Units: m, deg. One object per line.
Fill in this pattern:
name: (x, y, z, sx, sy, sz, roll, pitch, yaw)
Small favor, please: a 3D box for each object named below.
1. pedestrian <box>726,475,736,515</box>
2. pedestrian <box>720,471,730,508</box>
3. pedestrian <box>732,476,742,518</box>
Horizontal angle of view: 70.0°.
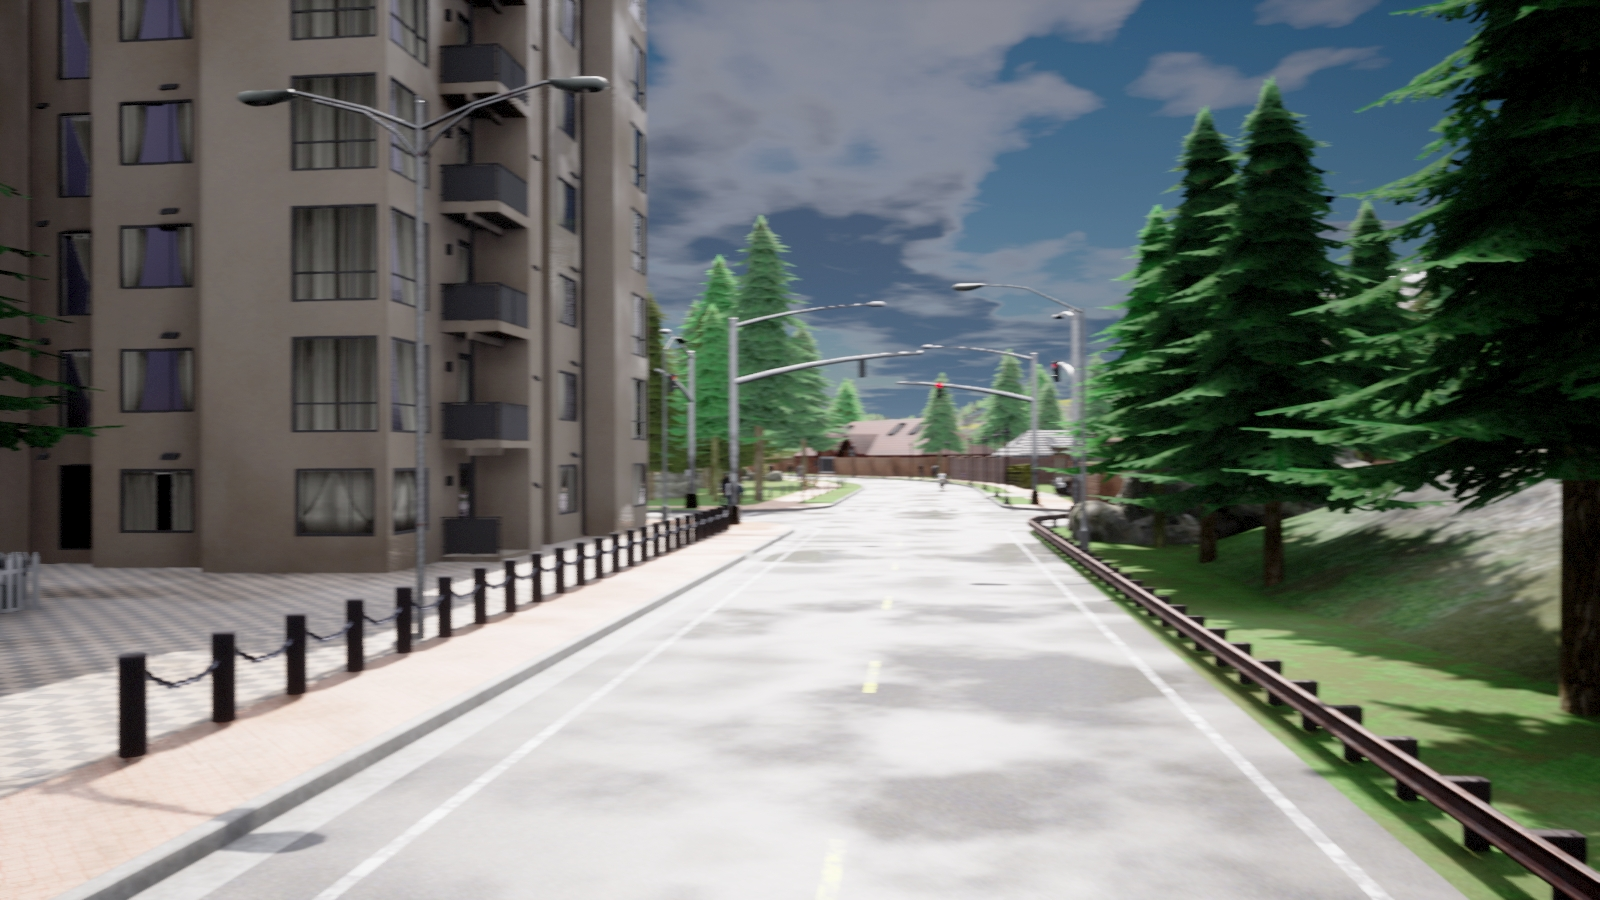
pedestrian: (-3.286, 2.135, 54.191, 0.375, 1.860, 0.375, 0, 0, 9)
pedestrian: (-3.767, 2.002, 57.584, 0.375, 1.860, 0.375, 0, 0, 20)
pedestrian: (-2.830, 2.119, 51.566, 0.375, 1.860, 0.375, 0, 0, 8)
